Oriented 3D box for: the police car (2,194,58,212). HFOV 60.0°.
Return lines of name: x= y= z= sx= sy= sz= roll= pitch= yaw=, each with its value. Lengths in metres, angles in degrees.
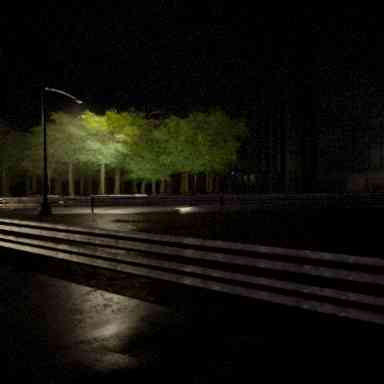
police car: x=-15.538 y=1.004 z=31.963 sx=5.238 sy=1.638 sz=1.930 roll=-1 pitch=0 yaw=5
